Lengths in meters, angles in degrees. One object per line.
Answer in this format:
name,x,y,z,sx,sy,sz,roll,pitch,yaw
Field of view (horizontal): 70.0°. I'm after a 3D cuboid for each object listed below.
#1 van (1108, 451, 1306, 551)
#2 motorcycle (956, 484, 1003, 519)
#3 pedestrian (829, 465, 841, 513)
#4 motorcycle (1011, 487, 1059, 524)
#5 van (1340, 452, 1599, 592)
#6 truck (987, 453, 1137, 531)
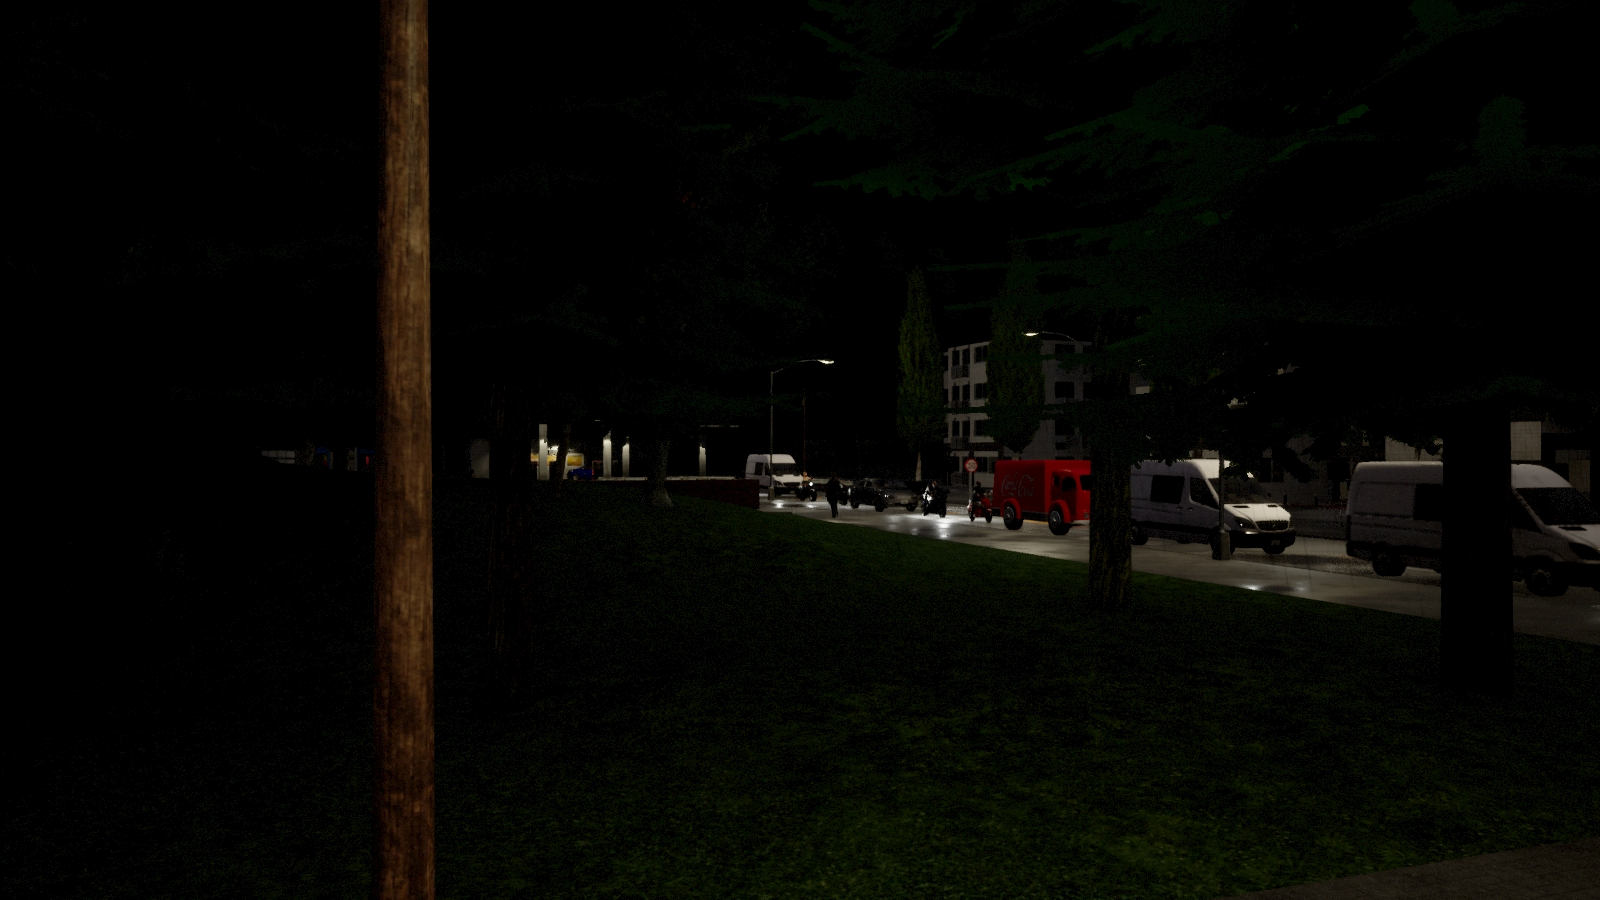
van,11.383,1.323,32.520,1.988,2.561,5.915,0,0,-20
motorcycle,6.991,1.993,44.695,0.867,1.251,2.209,0,0,-20
pedestrian,1.364,1.532,44.638,0.375,1.860,0.375,0,0,-20
motorcycle,8.397,1.970,40.853,0.856,1.236,1.805,0,0,-20
van,14.452,1.323,24.032,1.988,2.561,5.915,0,0,-20
truck,8.905,1.356,39.393,2.627,2.467,5.204,0,0,-20
